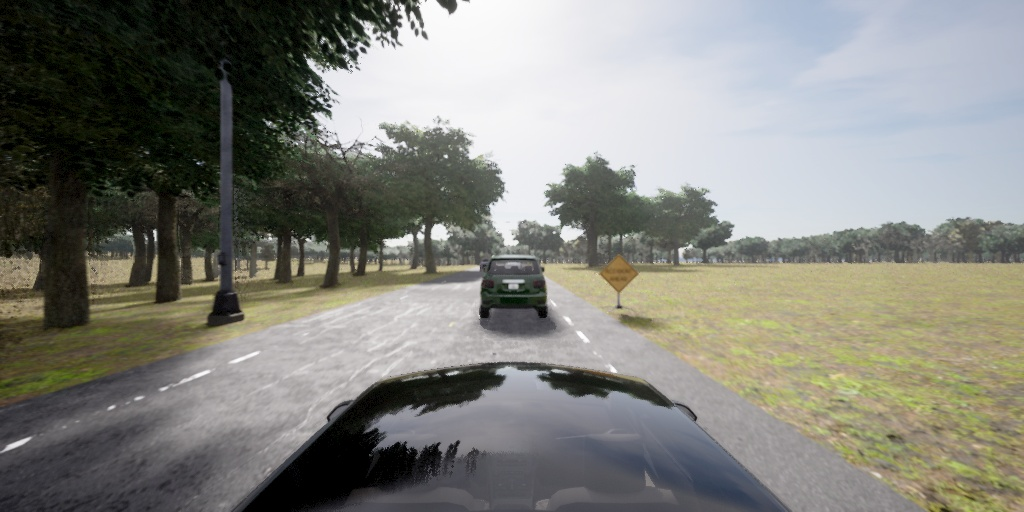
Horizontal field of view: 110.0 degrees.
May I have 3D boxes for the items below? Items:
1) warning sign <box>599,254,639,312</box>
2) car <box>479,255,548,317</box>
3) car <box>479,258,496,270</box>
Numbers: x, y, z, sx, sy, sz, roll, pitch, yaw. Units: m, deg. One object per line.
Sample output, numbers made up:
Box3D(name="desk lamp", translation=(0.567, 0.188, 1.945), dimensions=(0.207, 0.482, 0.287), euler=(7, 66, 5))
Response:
Box3D(name="warning sign", translation=(3.553, 0.870, 11.941), dimensions=(1.300, 1.860, 1.060), euler=(0, 0, 0))
Box3D(name="car", translation=(0.070, 0.979, 13.289), dimensions=(2.150, 2.045, 5.566), euler=(0, 0, 0))
Box3D(name="car", translation=(-3.560, 1.145, 52.463), dimensions=(2.097, 1.767, 4.553), euler=(0, 0, 0))
